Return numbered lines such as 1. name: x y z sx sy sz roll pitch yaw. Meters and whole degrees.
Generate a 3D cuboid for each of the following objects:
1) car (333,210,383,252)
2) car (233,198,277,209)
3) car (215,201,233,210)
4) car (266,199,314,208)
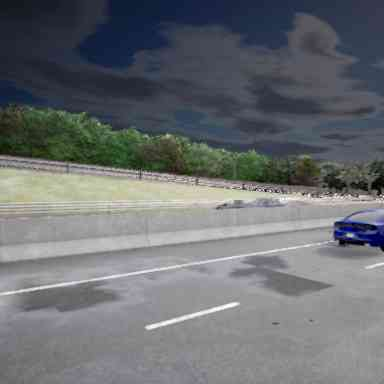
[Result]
1. car: 7.925 1.473 13.941 5.008 1.535 1.882 0 0 -37
2. car: 6.377 1.341 30.467 4.553 1.767 2.097 0 0 -37
3. car: 4.282 1.554 33.270 4.181 1.385 1.994 0 0 -37
4. car: 8.674 1.514 27.814 4.674 1.442 1.812 0 0 -37
